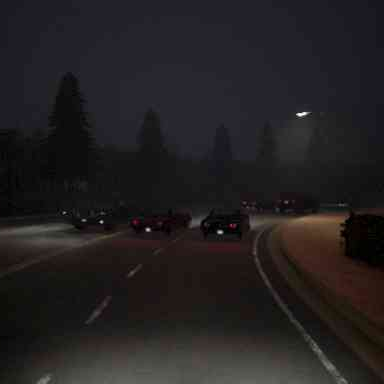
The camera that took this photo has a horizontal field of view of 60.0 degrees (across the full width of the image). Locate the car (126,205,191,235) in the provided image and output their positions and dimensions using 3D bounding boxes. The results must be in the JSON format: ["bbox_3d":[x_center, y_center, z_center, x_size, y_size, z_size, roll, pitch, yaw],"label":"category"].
[{"bbox_3d":[-1.481,1.490,17.995,1.895,1.301,4.718,0,0,16],"label":"car"}]

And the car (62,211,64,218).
[{"bbox_3d":[-7.042,1.455,23.875,1.895,1.301,4.718,0,0,21],"label":"car"}]

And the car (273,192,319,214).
[{"bbox_3d":[10.412,1.022,32.473,2.150,2.045,5.566,0,0,41],"label":"car"}]

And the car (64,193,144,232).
[{"bbox_3d":[-4.766,1.099,19.870,2.150,2.045,5.566,0,0,18],"label":"car"}]

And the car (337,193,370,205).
[{"bbox_3d":[24.721,1.256,50.222,4.181,1.385,1.994,0,0,-19],"label":"car"}]

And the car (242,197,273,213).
[{"bbox_3d":[6.833,1.286,33.504,2.128,1.511,4.902,0,0,39],"label":"car"}]

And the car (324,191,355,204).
[{"bbox_3d":[24.024,0.890,53.738,5.566,2.045,2.150,0,0,-19],"label":"car"}]

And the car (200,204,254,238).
[{"bbox_3d":[1.867,1.496,17.045,1.895,1.301,4.718,0,0,16],"label":"car"}]
